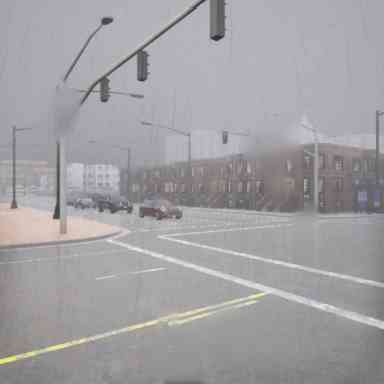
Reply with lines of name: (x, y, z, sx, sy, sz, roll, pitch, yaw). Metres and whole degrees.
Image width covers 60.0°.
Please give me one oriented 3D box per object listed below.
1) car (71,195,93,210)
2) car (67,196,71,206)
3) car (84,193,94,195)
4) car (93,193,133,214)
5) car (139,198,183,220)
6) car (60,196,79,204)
car: (-14.225, 1.526, 44.293, 1.812, 1.442, 4.674, 0, 0, -35)
car: (-20.027, 1.564, 52.421, 1.994, 1.385, 4.181, 0, 0, -35)
car: (-16.467, 1.224, 53.722, 2.150, 2.045, 5.566, 0, 0, -36)
car: (-8.434, 1.221, 36.198, 2.150, 2.045, 5.566, 0, 0, -36)
car: (-2.720, 1.352, 28.259, 2.097, 1.767, 4.553, 0, 0, -35)
car: (-23.415, 1.547, 63.394, 2.033, 1.411, 5.357, 0, 0, -36)
